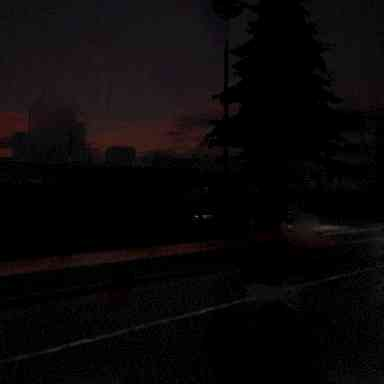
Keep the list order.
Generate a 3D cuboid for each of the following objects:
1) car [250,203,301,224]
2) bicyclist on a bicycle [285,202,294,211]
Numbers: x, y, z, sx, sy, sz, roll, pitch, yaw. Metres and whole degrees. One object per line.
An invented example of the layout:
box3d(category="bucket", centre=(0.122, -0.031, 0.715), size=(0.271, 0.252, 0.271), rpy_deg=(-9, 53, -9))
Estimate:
box3d(category="car", centre=(6.109, 1.629, 25.913), size=(1.882, 1.535, 5.008), rpy_deg=(0, 0, -35))
box3d(category="bicyclist on a bicycle", centre=(10.329, 1.511, 35.515), size=(1.656, 1.620, 0.582), rpy_deg=(0, 0, -35))
